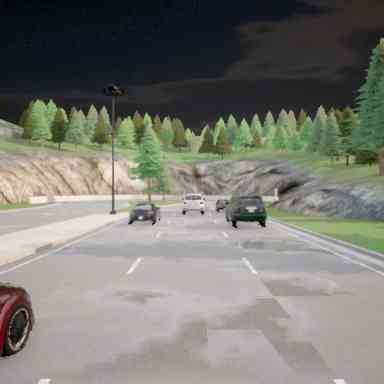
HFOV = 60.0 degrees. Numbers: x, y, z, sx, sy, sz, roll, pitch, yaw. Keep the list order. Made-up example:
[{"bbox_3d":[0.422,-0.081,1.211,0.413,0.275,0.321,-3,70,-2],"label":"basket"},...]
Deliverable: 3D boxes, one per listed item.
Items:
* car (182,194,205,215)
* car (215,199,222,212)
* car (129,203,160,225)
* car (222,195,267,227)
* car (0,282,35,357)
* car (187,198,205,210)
[{"bbox_3d":[0.146,1.216,34.645,2.150,2.045,5.566,0,0,0],"label":"car"},{"bbox_3d":[3.762,1.541,39.301,2.033,1.411,5.357,0,0,2],"label":"car"},{"bbox_3d":[-3.379,1.522,24.214,1.812,1.442,4.674,0,0,0],"label":"car"},{"bbox_3d":[3.607,1.220,22.893,2.150,2.045,5.566,0,0,0],"label":"car"},{"bbox_3d":[-3.399,1.563,3.396,1.994,1.385,4.181,0,0,0],"label":"car"},{"bbox_3d":[0.586,1.557,44.005,1.994,1.385,4.181,0,0,6],"label":"car"}]
